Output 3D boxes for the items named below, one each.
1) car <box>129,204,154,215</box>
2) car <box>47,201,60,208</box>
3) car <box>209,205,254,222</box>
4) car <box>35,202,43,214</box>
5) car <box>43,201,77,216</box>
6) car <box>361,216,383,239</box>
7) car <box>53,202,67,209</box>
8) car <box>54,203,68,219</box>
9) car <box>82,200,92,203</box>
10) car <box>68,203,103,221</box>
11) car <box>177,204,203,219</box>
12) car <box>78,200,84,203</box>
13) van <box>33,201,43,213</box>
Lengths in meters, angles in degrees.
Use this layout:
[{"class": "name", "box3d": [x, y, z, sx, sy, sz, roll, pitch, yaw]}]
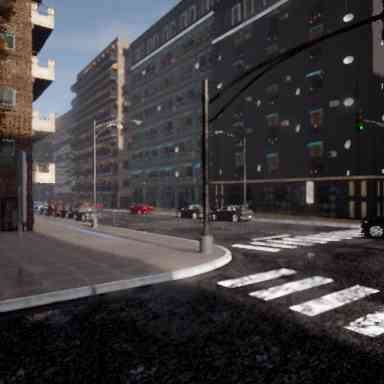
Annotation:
[{"class": "car", "box3d": [-6.501, 2.123, 42.052, 1.887, 1.381, 4.507, -2, 0, -36]}, {"class": "car", "box3d": [-32.803, 2.942, 78.743, 1.967, 1.590, 4.097, -2, 0, -36]}, {"class": "car", "box3d": [3.367, 1.799, 28.465, 2.008, 1.369, 4.403, -2, 0, -36]}, {"class": "car", "box3d": [-19.972, 2.420, 46.497, 2.008, 1.369, 4.403, -2, 0, -36]}, {"class": "car", "box3d": [-16.701, 2.071, 41.919, 2.192, 1.841, 5.009, -2, 0, -36]}, {"class": "car", "box3d": [9.952, 1.425, 14.453, 1.837, 1.490, 4.892, 0, 0, -36]}, {"class": "car", "box3d": [-29.520, 2.966, 74.166, 1.802, 1.307, 4.206, -2, 0, -36]}, {"class": "car", "box3d": [-13.552, 2.210, 37.241, 1.947, 1.339, 4.313, -2, 0, -36]}, {"class": "car", "box3d": [-16.408, 2.465, 55.855, 1.887, 1.381, 4.507, -2, 0, -36]}, {"class": "car", "box3d": [-10.274, 2.083, 32.663, 2.008, 1.369, 4.403, -2, 0, -36]}, {"class": "car", "box3d": [0.141, 1.906, 32.956, 2.008, 1.369, 4.403, -2, 0, -36]}, {"class": "car", "box3d": [-19.695, 2.351, 60.434, 2.192, 1.841, 5.009, -2, 0, -36]}, {"class": "van", "box3d": [-23.258, 2.324, 51.076, 1.690, 1.788, 3.998, -2, 0, -36]}]
